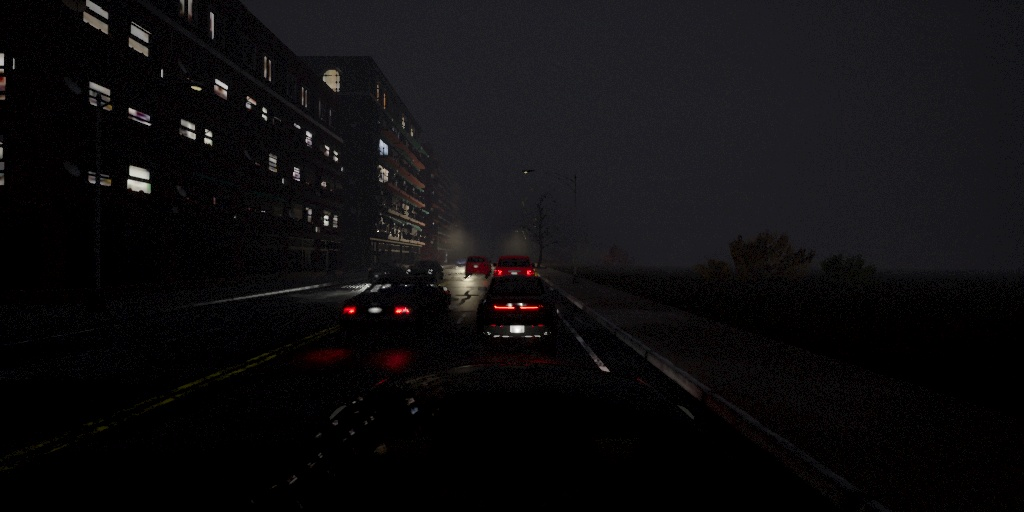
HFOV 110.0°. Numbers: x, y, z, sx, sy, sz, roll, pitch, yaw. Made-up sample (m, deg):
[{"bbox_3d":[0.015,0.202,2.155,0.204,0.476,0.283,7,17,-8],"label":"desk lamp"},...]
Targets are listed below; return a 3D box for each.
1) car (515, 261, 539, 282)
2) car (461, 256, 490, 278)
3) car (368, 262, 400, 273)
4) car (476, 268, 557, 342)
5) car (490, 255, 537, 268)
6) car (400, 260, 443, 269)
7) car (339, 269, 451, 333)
[{"bbox_3d":[1.163,1.209,30.551,1.801,1.575,5.366,0,0,0],"label":"car"},{"bbox_3d":[-3.123,0.977,33.830,2.150,2.045,5.566,0,0,0],"label":"car"},{"bbox_3d":[-9.828,1.245,28.510,2.128,1.511,4.902,0,0,0],"label":"car"},{"bbox_3d":[0.109,1.256,9.796,1.837,1.490,4.892,0,0,0],"label":"car"},{"bbox_3d":[0.116,0.974,20.143,2.150,2.045,5.566,0,0,0],"label":"car"},{"bbox_3d":[-6.578,1.105,27.306,2.097,1.767,4.553,0,0,0],"label":"car"},{"bbox_3d":[-3.142,1.299,10.745,2.033,1.411,5.357,0,0,0],"label":"car"}]
